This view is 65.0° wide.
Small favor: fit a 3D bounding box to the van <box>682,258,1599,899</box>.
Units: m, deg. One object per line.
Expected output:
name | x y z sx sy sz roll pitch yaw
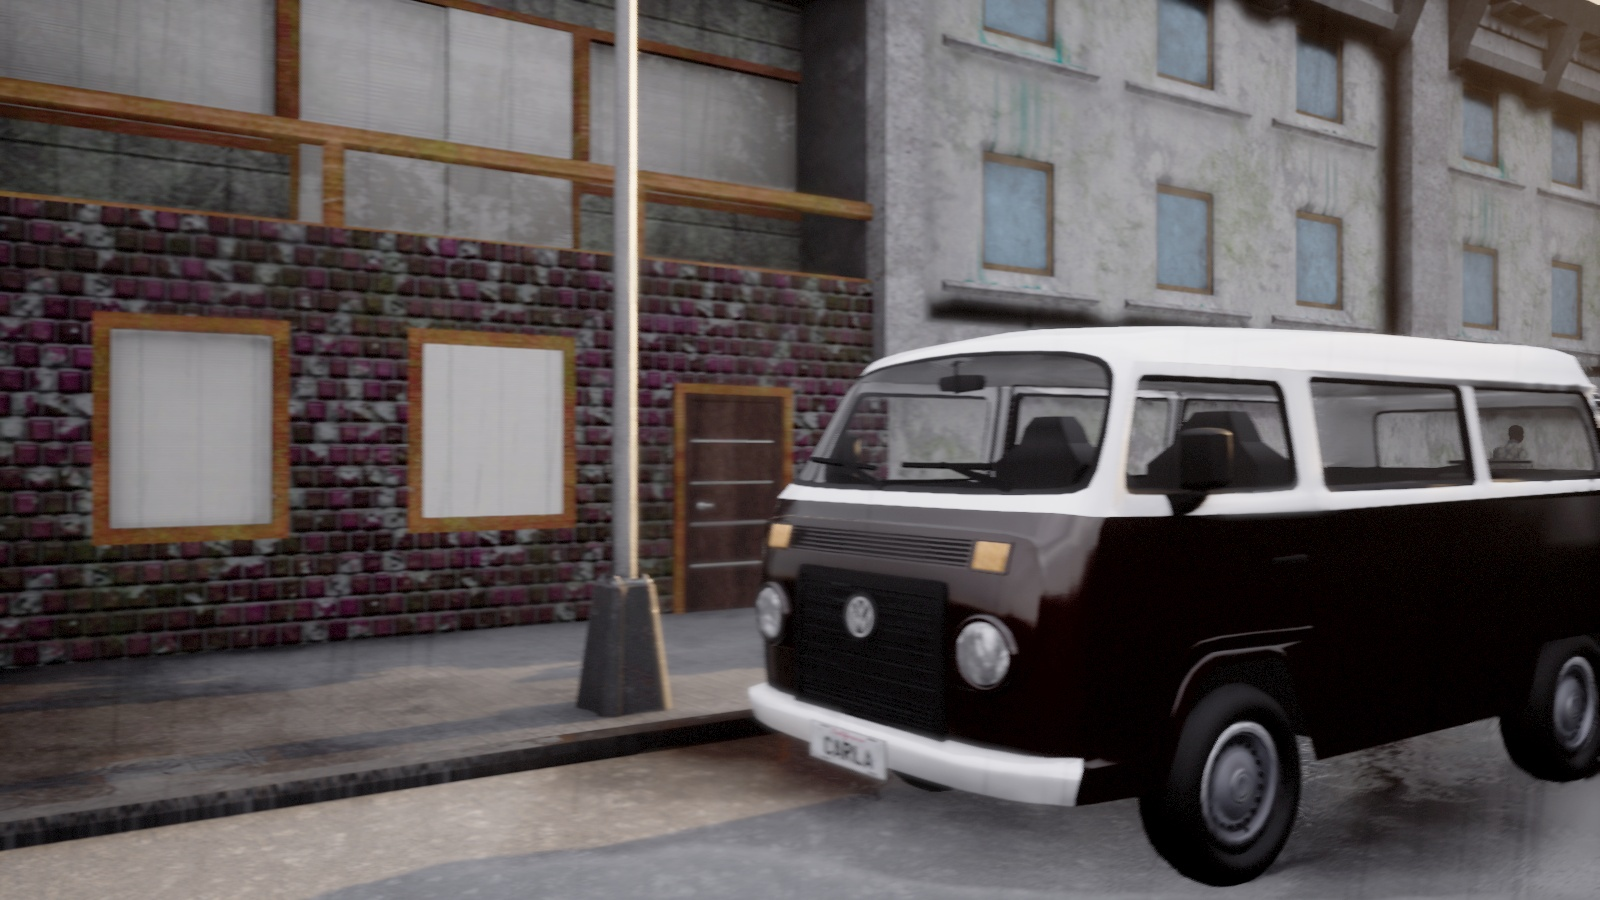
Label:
van | 1.950 0.475 5.626 4.480 2.038 2.069 0 0 -35
